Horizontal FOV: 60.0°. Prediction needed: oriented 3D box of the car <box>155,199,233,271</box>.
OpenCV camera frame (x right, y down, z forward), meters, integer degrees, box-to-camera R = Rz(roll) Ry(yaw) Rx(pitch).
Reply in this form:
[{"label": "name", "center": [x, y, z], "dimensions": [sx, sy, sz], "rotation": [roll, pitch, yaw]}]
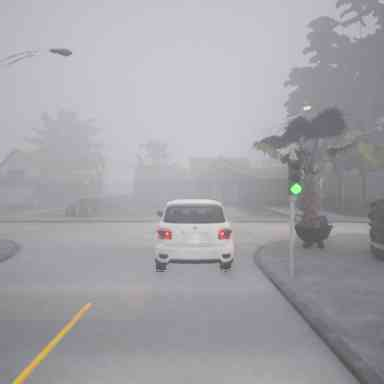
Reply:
[{"label": "car", "center": [-0.015, 1.229, 11.054], "dimensions": [2.150, 2.045, 5.566], "rotation": [0, 0, -2]}]
